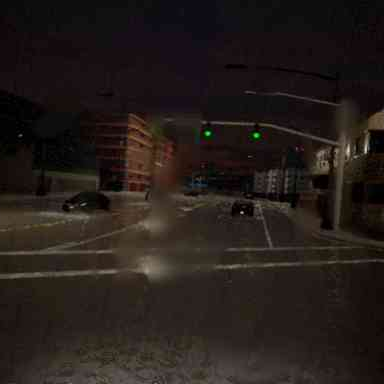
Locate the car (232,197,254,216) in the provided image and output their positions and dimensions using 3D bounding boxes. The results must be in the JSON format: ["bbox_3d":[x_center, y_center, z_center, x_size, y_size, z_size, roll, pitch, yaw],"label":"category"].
[{"bbox_3d":[4.767,1.427,30.881,1.895,1.301,4.718,4,2,11],"label":"car"}]

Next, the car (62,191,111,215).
[{"bbox_3d":[-7.326,0.706,23.740,1.812,1.442,4.674,4,1,10],"label":"car"}]

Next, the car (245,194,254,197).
[{"bbox_3d":[12.398,1.137,71.581,2.033,1.411,5.357,4,-1,11],"label":"car"}]

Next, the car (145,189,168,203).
[{"bbox_3d":[-4.207,0.391,40.282,2.128,1.511,4.902,4,2,11],"label":"car"}]

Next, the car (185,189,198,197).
[{"bbox_3d":[0.001,0.219,62.195,2.033,1.411,5.357,4,0,11],"label":"car"}]
